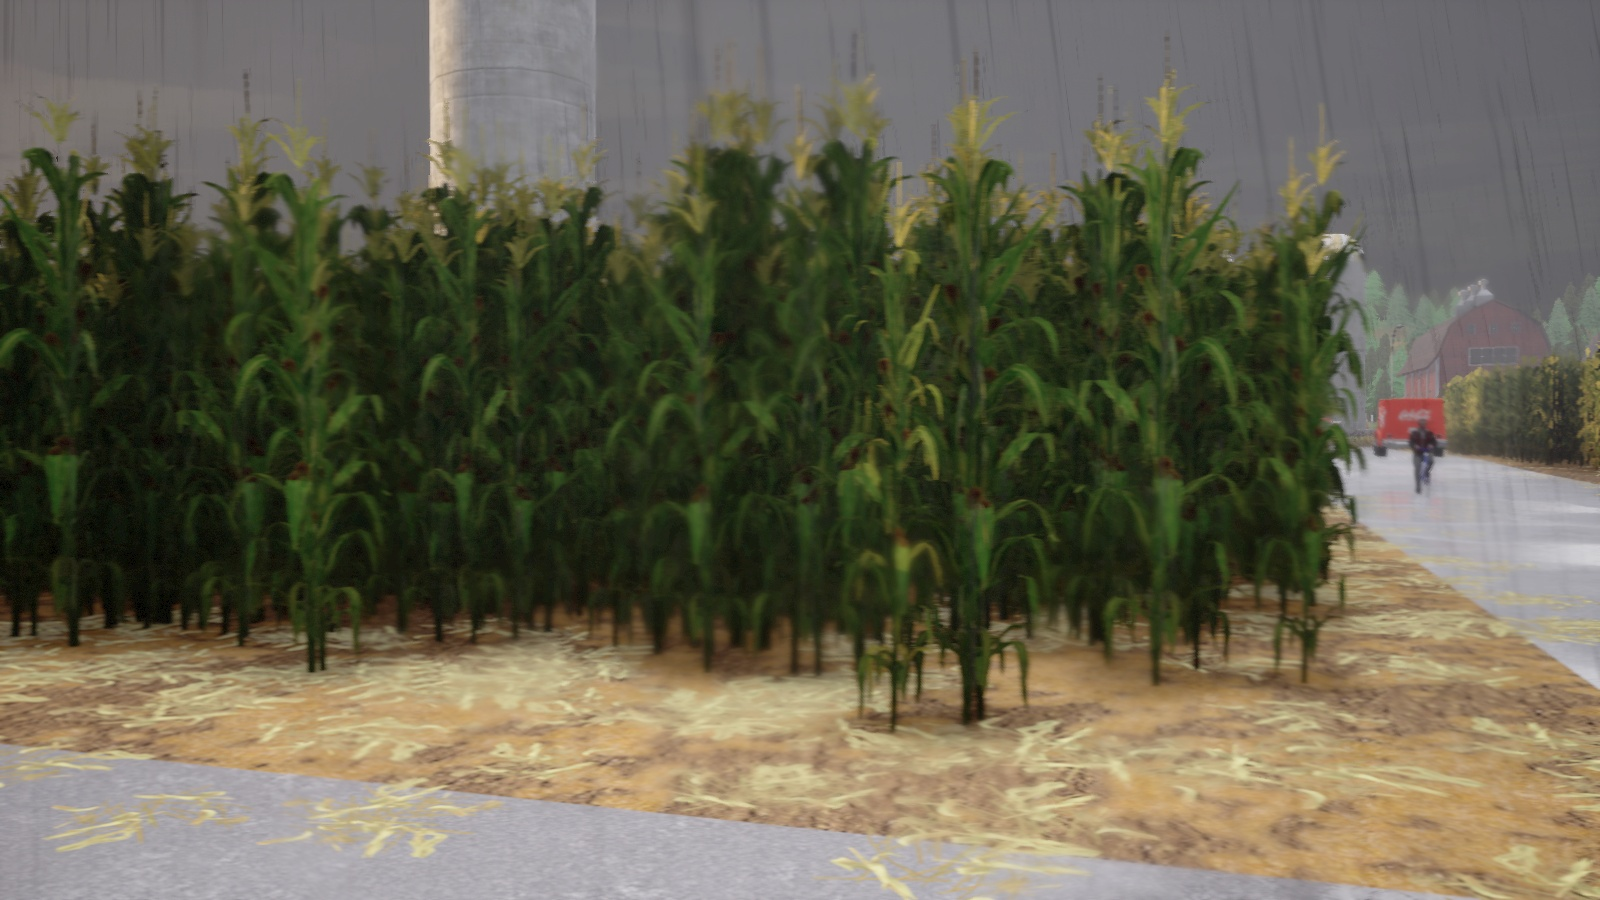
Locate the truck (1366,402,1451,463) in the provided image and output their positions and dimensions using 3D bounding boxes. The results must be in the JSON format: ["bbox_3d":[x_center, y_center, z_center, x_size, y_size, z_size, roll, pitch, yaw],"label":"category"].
[{"bbox_3d":[25.900,-0.753,53.670,2.627,2.467,5.204,1,1,19],"label":"truck"}]

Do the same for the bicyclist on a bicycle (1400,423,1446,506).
[{"bbox_3d":[13.881,0.295,27.994,0.659,1.776,1.843,1,1,19],"label":"bicyclist on a bicycle"}]

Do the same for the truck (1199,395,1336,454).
[{"bbox_3d":[28.695,-1.531,77.522,2.891,3.462,7.936,0,0,-28],"label":"truck"}]
